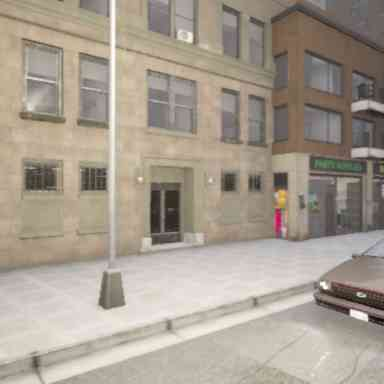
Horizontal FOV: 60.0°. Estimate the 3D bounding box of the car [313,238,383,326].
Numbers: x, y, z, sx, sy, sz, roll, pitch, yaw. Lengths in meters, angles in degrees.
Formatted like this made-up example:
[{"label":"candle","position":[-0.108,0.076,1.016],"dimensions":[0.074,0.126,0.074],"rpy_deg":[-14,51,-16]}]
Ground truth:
[{"label":"car","position":[4.792,1.549,6.767],"dimensions":[5.357,1.411,2.033],"rpy_deg":[0,0,-35]}]
